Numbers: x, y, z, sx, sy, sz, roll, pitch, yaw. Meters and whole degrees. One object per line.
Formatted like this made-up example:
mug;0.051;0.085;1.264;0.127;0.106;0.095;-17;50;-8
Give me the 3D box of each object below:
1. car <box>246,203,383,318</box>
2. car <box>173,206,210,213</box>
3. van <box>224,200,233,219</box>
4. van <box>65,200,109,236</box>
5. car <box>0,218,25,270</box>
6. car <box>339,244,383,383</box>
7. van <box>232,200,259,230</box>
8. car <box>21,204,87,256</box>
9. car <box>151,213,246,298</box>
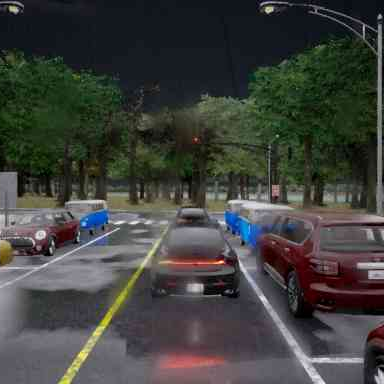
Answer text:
car;2.758;1.315;7.339;2.192;1.841;5.009;0;0;0
car;0.002;1.506;17.914;1.837;1.490;4.892;0;0;-1
van;2.752;1.342;18.214;1.690;1.788;3.998;0;0;0
van;-5.773;1.342;18.209;1.690;1.788;3.998;0;0;0
car;-5.767;1.525;7.164;1.752;1.417;4.829;0;0;0
car;2.762;1.440;1.901;1.967;1.590;4.097;0;0;0
van;2.755;1.342;12.776;1.690;1.788;3.998;0;0;0
car;-5.770;1.441;12.771;1.967;1.590;4.097;0;0;0
car;0.073;1.505;8.510;1.837;1.490;4.892;0;0;0
